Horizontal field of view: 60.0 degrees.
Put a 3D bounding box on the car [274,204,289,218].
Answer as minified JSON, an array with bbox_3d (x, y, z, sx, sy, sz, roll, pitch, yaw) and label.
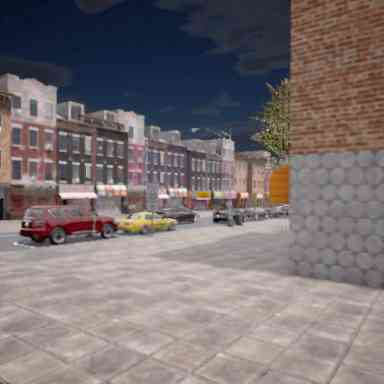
[{"bbox_3d":[9.916,2.393,39.834,1.802,1.307,4.206,-1,-2,36],"label":"car"}]

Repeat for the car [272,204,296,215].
[{"bbox_3d":[13.764,2.511,49.561,1.812,1.442,4.674,1,-1,36],"label":"car"}]

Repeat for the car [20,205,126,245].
[{"bbox_3d":[-6.232,1.611,17.304,2.192,1.841,5.009,-1,-2,36],"label":"car"}]

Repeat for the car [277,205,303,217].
[{"bbox_3d":[13.146,2.462,44.342,1.887,1.381,4.507,-1,-2,36],"label":"car"}]

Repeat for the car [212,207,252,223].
[{"bbox_3d":[3.457,2.169,30.820,1.947,1.339,4.313,-1,-2,36],"label":"car"}]

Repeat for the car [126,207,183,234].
[{"bbox_3d":[-2.903,1.927,21.945,1.752,1.417,4.829,-1,-2,36],"label":"car"}]

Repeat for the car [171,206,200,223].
[{"bbox_3d":[-1.229,2.004,28.658,1.837,1.490,4.892,1,-1,36],"label":"car"}]

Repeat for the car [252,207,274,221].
[{"bbox_3d":[6.687,2.258,35.328,2.008,1.369,4.403,-1,-2,36],"label":"car"}]
